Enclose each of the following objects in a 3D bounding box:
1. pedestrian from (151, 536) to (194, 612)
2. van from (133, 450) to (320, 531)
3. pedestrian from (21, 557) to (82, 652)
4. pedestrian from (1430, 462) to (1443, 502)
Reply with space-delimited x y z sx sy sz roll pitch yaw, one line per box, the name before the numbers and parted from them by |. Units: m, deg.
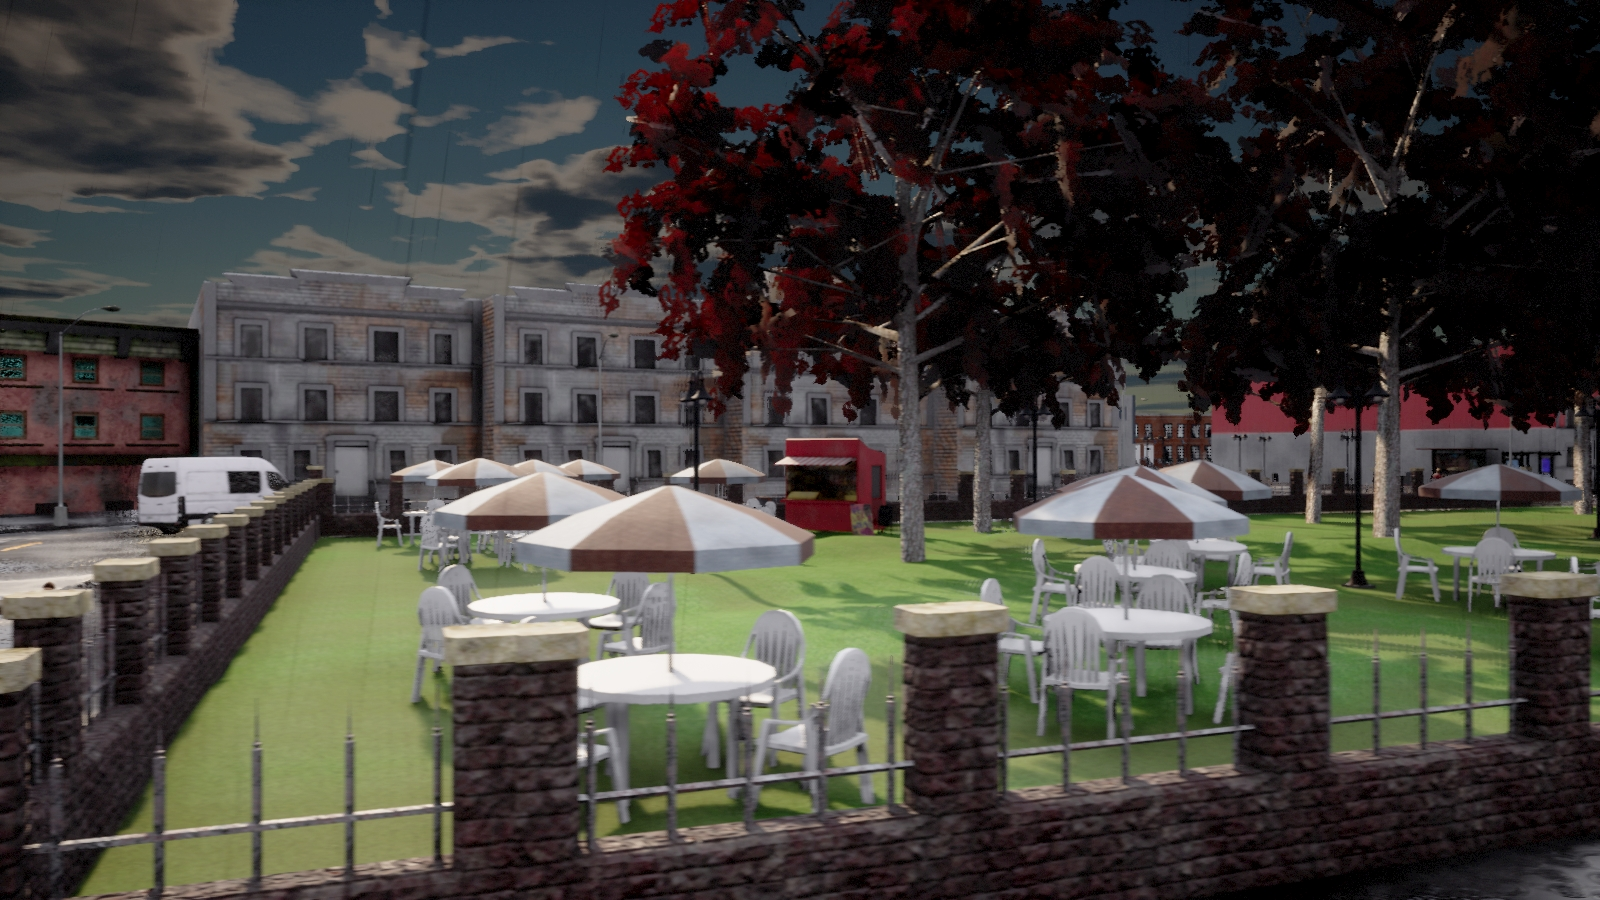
pedestrian | -9.679 1.905 17.632 0.500 1.100 0.500 0 0 -20
van | -19.519 1.317 39.269 1.988 2.561 5.915 -2 -1 20
pedestrian | -9.256 1.898 14.140 0.500 1.100 0.500 0 0 -15
pedestrian | 29.797 1.513 53.505 0.375 1.860 0.375 0 0 -20
